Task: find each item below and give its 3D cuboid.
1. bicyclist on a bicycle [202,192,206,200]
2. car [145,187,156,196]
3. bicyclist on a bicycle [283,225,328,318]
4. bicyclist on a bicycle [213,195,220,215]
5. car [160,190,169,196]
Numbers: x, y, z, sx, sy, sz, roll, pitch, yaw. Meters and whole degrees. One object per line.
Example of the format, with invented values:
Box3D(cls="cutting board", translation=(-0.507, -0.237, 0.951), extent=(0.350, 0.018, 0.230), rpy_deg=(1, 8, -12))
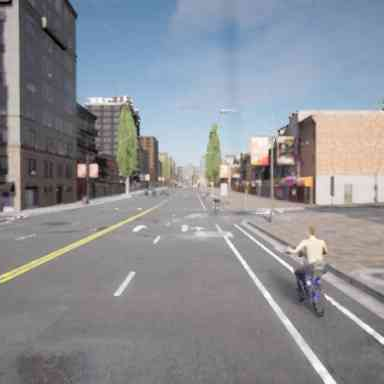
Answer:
Box3D(cls="bicyclist on a bicycle", translation=(2.301, 0.815, 63.613), extent=(0.866, 1.612, 1.509), rpy_deg=(0, 1, -1))
Box3D(cls="car", translation=(-9.746, -0.149, 78.980), extent=(2.150, 2.045, 5.566), rpy_deg=(0, 1, 0))
Box3D(cls="bicyclist on a bicycle", translation=(2.258, 1.425, 6.412), extent=(0.866, 1.612, 1.509), rpy_deg=(0, 0, 0))
Box3D(cls="bicyclist on a bicycle", translation=(2.235, 1.125, 30.040), extent=(0.659, 1.776, 1.843), rpy_deg=(-1, 1, 0))
Box3D(cls="car", translation=(-6.496, 0.177, 79.018), extent=(1.994, 1.385, 4.181), rpy_deg=(0, 1, 0))
